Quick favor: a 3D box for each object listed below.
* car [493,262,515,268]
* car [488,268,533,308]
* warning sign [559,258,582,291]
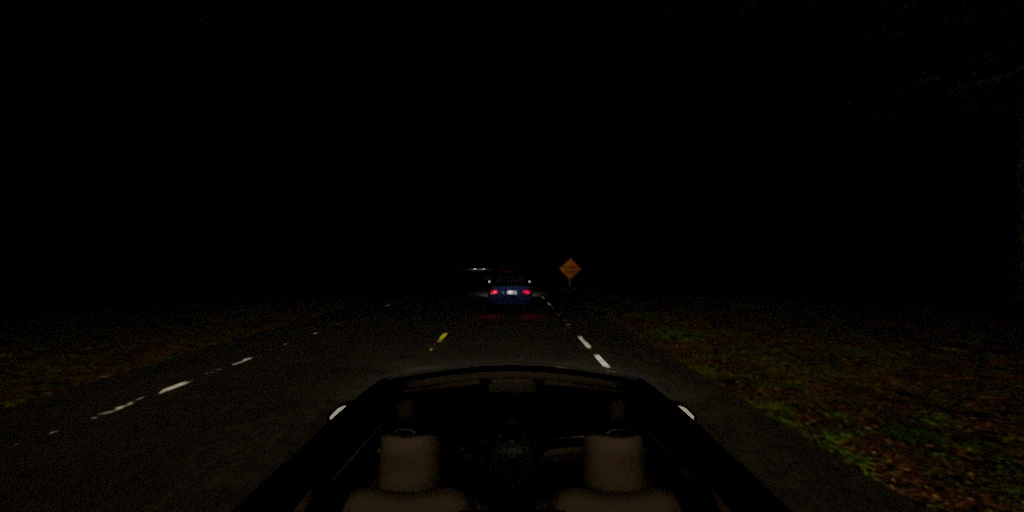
[{"bbox_3d":[-0.518,1.485,31.385,1.882,1.535,5.008,0,0,-2],"label":"car"},{"bbox_3d":[-0.101,1.424,15.865,2.033,1.411,5.357,0,0,-1],"label":"car"},{"bbox_3d":[3.350,1.032,20.821,1.300,1.860,1.060,0,0,-1],"label":"warning sign"}]
